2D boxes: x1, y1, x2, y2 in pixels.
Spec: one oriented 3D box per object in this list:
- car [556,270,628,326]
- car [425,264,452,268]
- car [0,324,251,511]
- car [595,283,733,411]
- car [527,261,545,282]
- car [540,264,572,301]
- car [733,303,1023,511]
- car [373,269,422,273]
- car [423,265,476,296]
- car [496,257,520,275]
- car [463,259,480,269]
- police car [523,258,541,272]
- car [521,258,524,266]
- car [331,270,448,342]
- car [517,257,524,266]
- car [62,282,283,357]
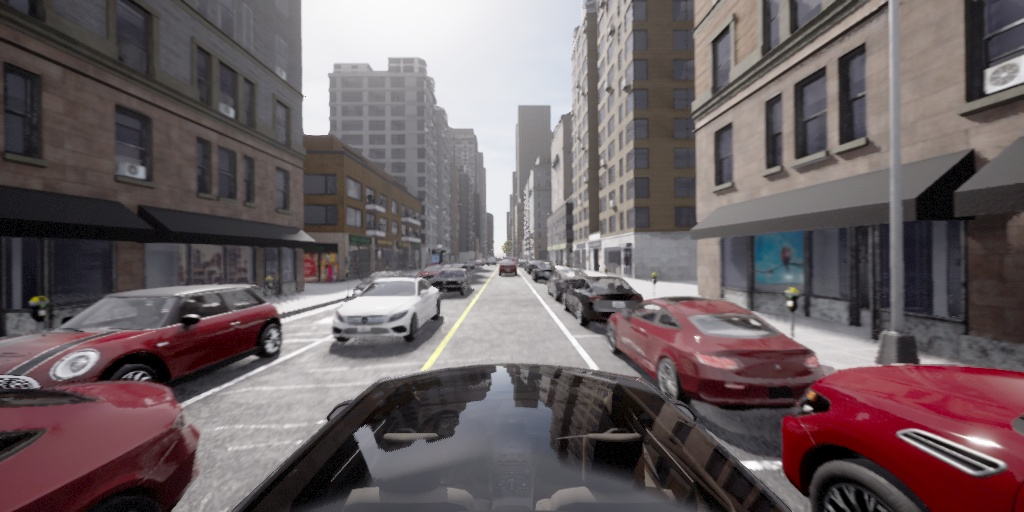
[{"bbox_3d":[2.745,1.286,11.405,1.948,1.339,4.313,0,0,-1],"label":"car"},{"bbox_3d":[-6.030,1.350,27.826,1.888,1.381,4.507,0,0,-1],"label":"car"},{"bbox_3d":[-3.047,1.307,0.609,1.812,1.442,4.674,-1,0,-1],"label":"car"},{"bbox_3d":[2.829,1.303,5.883,1.802,1.307,4.207,0,0,-1],"label":"car"},{"bbox_3d":[2.494,1.284,27.975,1.948,1.339,4.313,0,0,-1],"label":"car"},{"bbox_3d":[2.662,1.271,16.929,2.007,1.370,4.403,0,0,-1],"label":"car"},{"bbox_3d":[2.913,1.036,0.360,2.192,1.841,5.009,0,0,-1],"label":"car"},{"bbox_3d":[-5.863,1.357,16.777,2.007,1.370,4.403,0,0,-1],"label":"car"},{"bbox_3d":[-3.337,1.381,19.877,1.895,1.301,4.718,-1,0,-1],"label":"car"},{"bbox_3d":[-0.424,1.221,38.245,1.882,1.535,5.008,-1,0,-1],"label":"car"},{"bbox_3d":[-6.449,1.363,55.448,1.948,1.339,4.313,0,0,-1],"label":"car"},{"bbox_3d":[2.593,1.138,39.109,1.930,1.638,5.238,-1,0,-1],"label":"police car"},{"bbox_3d":[2.504,1.237,45.998,1.812,1.442,4.674,-1,0,-1],"label":"car"},{"bbox_3d":[-3.204,1.307,10.070,1.812,1.442,4.674,-1,0,0],"label":"car"},{"bbox_3d":[1.991,1.260,61.113,2.007,1.370,4.403,0,0,-1],"label":"car"},{"bbox_3d":[-5.695,1.247,5.728,1.967,1.591,4.097,0,0,-1],"label":"car"}]
